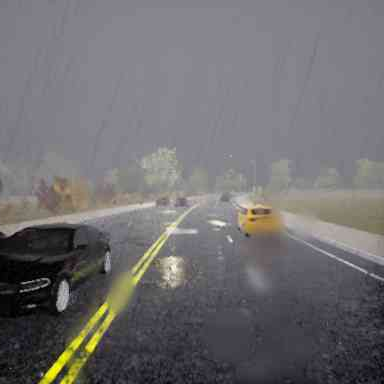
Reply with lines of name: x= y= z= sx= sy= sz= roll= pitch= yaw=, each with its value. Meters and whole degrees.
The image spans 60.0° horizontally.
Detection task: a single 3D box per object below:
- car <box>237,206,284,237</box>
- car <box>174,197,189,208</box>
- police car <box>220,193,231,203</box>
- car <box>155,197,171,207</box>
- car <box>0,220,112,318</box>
car: x=3.623 y=1.509 z=18.263 sx=1.882 sy=1.535 sz=5.008 roll=0 pitch=0 yaw=1
car: x=-1.544 y=1.540 z=49.250 sx=1.837 sy=1.490 sz=4.892 roll=0 pitch=0 yaw=4
police car: x=7.057 y=1.427 z=72.422 sx=1.930 sy=1.638 sz=5.238 roll=0 pitch=0 yaw=6
car: x=-4.547 y=1.537 z=52.578 sx=1.837 sy=1.490 sz=4.892 roll=0 pitch=0 yaw=5
car: x=-3.281 y=1.489 z=7.771 sx=1.882 sy=1.535 sz=5.008 roll=0 pitch=0 yaw=1
